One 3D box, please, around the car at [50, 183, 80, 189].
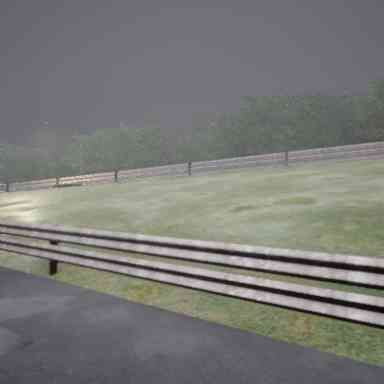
[{"bbox_3d":[-20.139,-0.904,52.657,4.718,1.301,1.895,-4,-2,25],"label":"car"}]
